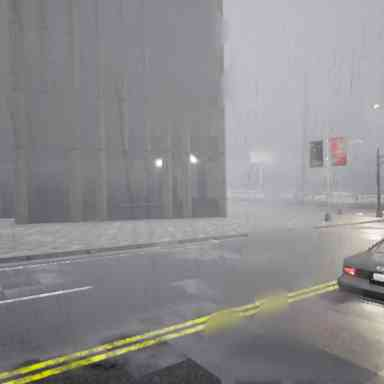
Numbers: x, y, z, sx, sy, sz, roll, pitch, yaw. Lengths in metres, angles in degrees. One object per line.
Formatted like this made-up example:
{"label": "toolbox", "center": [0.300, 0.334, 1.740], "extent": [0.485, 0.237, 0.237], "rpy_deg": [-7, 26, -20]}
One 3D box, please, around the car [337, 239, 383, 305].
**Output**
{"label": "car", "center": [5.367, 1.558, 7.331], "extent": [5.357, 1.411, 2.033], "rpy_deg": [0, 0, -36]}
